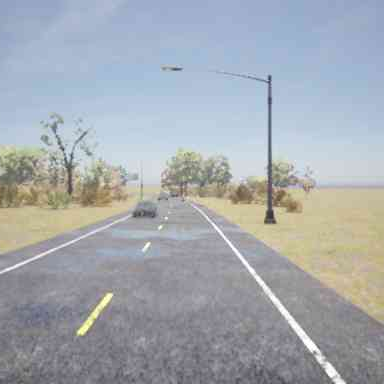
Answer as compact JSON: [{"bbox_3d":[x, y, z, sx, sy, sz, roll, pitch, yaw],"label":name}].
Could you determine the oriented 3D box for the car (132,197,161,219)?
[{"bbox_3d":[-4.077,1.476,29.322,1.837,1.490,4.892,0,0,-2],"label":"car"}]

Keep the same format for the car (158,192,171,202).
[{"bbox_3d":[-6.189,1.095,71.901,2.150,2.045,5.566,0,0,-4],"label":"car"}]

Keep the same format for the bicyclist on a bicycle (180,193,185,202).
[{"bbox_3d":[-1.920,1.332,74.613,0.866,1.612,1.509,0,0,-4],"label":"bicyclist on a bicycle"}]

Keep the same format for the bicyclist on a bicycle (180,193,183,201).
[{"bbox_3d":[-2.642,1.246,83.609,0.659,1.776,1.843,0,0,-5],"label":"bicyclist on a bicycle"}]
